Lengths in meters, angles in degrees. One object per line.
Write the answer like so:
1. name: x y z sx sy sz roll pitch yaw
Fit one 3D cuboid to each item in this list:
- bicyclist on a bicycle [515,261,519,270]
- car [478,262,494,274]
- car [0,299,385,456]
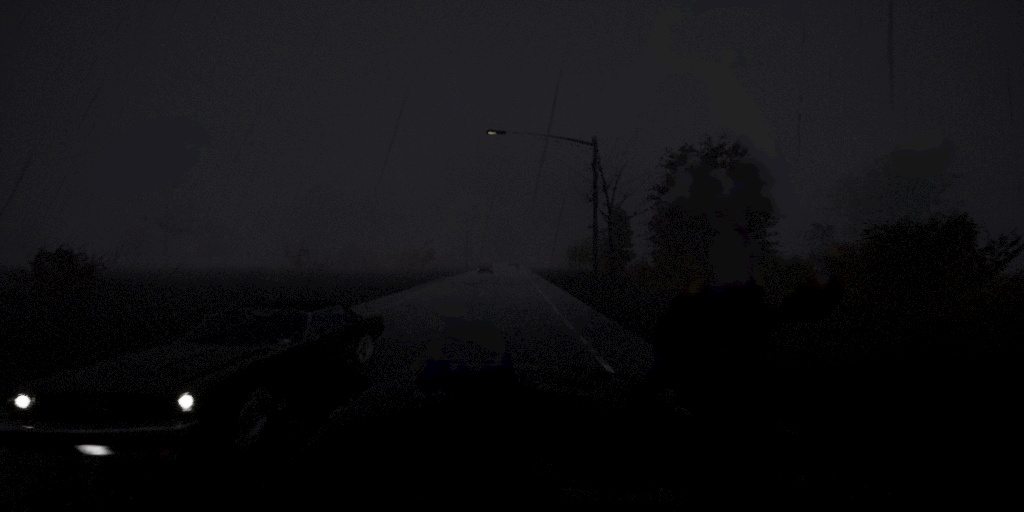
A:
1. bicyclist on a bicycle: 0.972 1.681 59.663 0.866 1.612 1.509 0 -1 0
2. car: -3.542 1.633 48.714 1.882 1.535 5.008 0 0 0
3. car: -3.599 1.384 5.303 1.895 1.301 4.718 0 -1 0
